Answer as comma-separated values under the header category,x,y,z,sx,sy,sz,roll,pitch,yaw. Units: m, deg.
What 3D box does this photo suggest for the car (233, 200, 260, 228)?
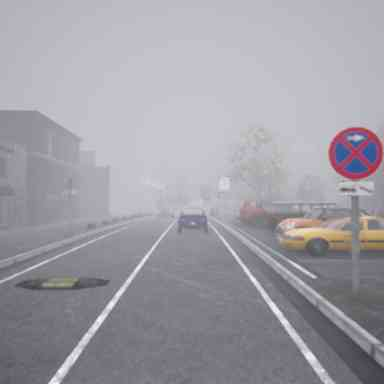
category,x,y,z,sx,sy,sz,roll,pitch,yaw
car,6.213,1.603,24.992,5.566,2.045,2.435,0,-1,-1

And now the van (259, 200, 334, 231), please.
category,x,y,z,sx,sy,sz,roll,pitch,yaw
van,6.356,1.478,18.802,4.442,1.987,1.878,0,-1,0

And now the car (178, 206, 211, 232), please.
category,x,y,z,sx,sy,sz,roll,pitch,yaw
car,0.051,1.814,22.694,1.882,1.535,5.008,0,-1,0

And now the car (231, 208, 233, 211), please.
category,x,y,z,sx,sy,sz,roll,pitch,yaw
car,6.153,1.941,27.901,5.008,1.535,2.097,0,-2,-1

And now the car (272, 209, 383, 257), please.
category,x,y,z,sx,sy,sz,roll,pitch,yaw
car,6.102,1.587,12.842,5.366,1.575,1.946,0,-1,0

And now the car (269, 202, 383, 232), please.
category,x,y,z,sx,sy,sz,roll,pitch,yaw
car,6.295,1.515,15.763,4.553,1.767,2.185,0,-1,0

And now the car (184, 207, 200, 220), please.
category,x,y,z,sx,sy,sz,roll,pitch,yaw
car,-0.010,2.550,40.788,1.837,1.490,4.892,0,-3,0

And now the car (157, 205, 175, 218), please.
category,x,y,z,sx,sy,sz,roll,pitch,yaw
car,-3.402,2.554,43.849,2.097,1.767,4.553,0,-3,0
